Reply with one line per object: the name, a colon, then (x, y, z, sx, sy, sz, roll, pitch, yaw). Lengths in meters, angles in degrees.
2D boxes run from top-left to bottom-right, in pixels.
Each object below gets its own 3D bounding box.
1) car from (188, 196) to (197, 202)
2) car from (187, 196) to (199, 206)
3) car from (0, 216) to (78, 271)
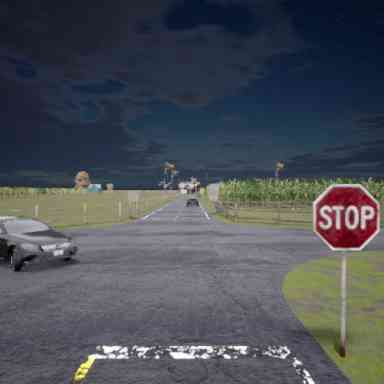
car: (0.050, 1.526, 72.796, 1.895, 1.301, 4.718, 0, 0, 0)
car: (0.138, 1.465, 54.073, 1.837, 1.490, 4.892, 0, 0, 0)
car: (-5.786, 1.542, 10.980, 4.674, 1.442, 1.812, -1, -1, 35)
